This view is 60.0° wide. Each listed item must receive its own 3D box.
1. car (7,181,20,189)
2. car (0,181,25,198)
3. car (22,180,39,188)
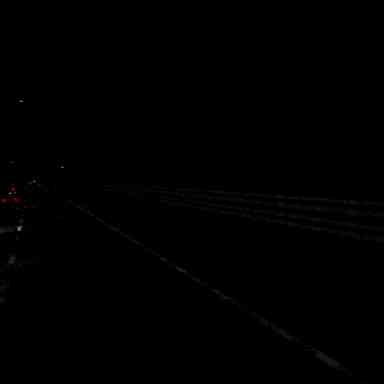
[{"bbox_3d":[-41.024,-1.566,76.542,1.882,1.535,5.008,-4,4,-20],"label":"car"},{"bbox_3d":[-22.383,-0.153,41.210,2.128,1.511,4.902,-4,4,-25],"label":"car"},{"bbox_3d":[-37.877,-1.816,78.091,1.882,1.535,5.008,-4,4,-20],"label":"car"}]
